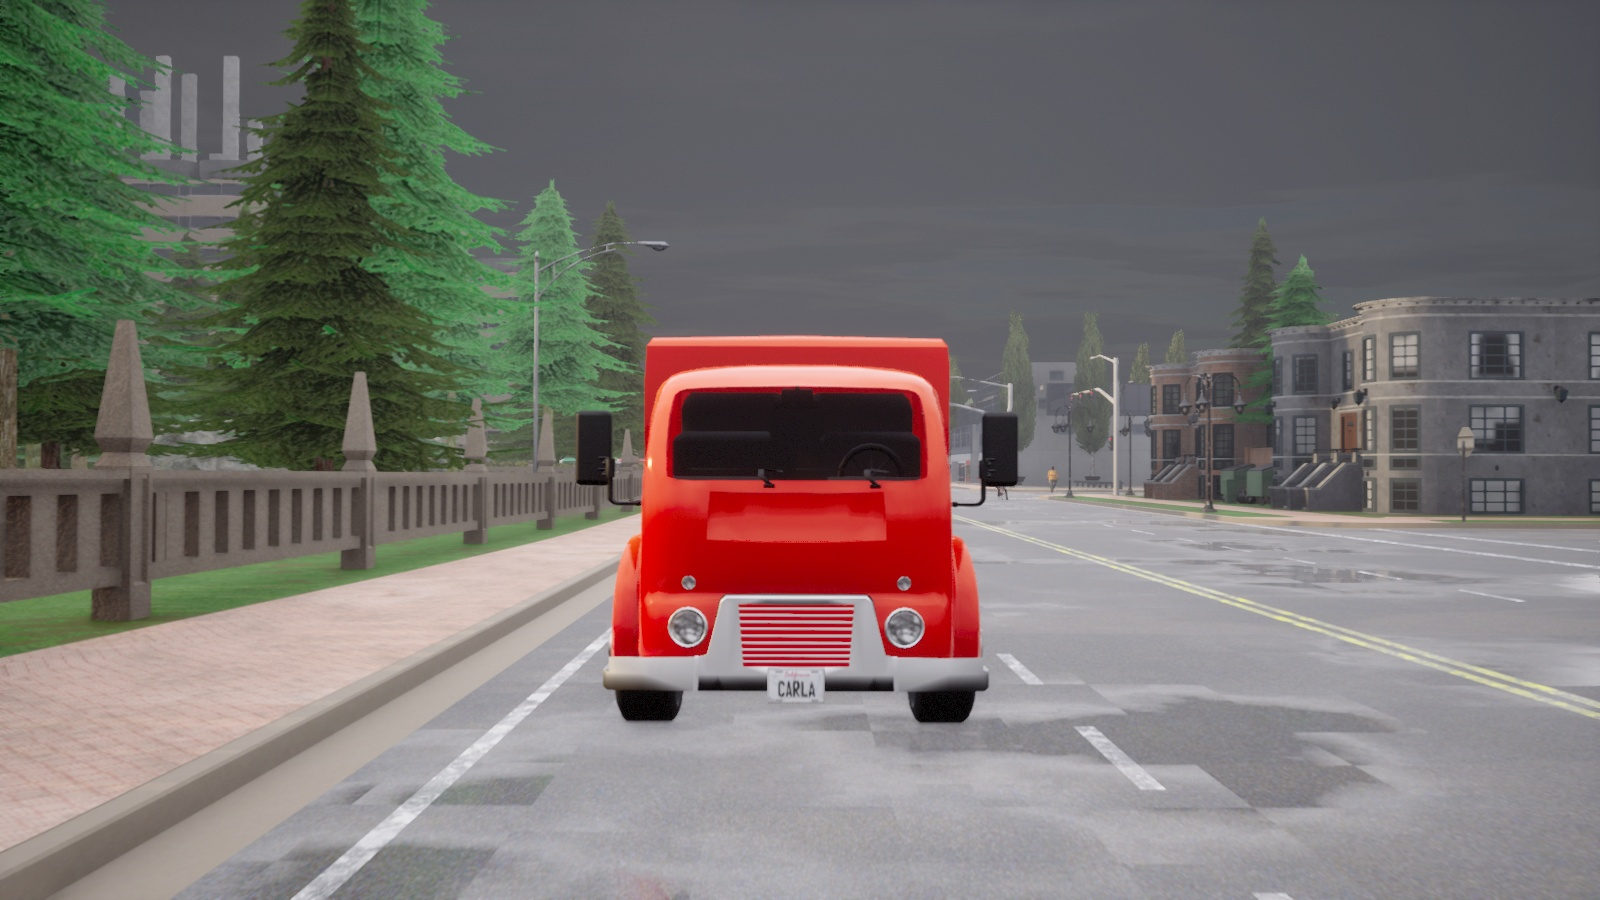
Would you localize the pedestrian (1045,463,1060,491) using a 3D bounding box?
[{"bbox_3d":[16.649,1.786,82.823,0.874,1.855,0.900,0,-1,2],"label":"pedestrian"}]

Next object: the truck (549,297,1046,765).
[{"bbox_3d":[-0.024,0.465,9.270,2.627,2.467,5.204,0,-1,0],"label":"truck"}]
